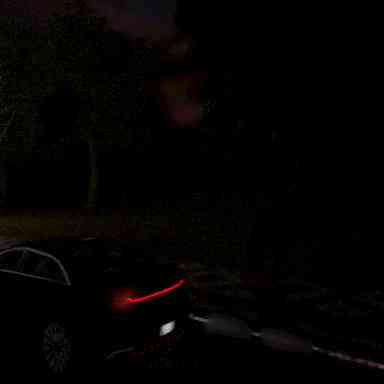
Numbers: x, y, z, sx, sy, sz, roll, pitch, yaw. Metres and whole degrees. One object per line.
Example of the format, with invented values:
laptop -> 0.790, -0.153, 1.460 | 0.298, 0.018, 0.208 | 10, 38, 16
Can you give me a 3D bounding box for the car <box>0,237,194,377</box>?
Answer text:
car -> -2.277, 1.520, 5.618 | 4.902, 1.511, 2.128 | 0, 0, 36
